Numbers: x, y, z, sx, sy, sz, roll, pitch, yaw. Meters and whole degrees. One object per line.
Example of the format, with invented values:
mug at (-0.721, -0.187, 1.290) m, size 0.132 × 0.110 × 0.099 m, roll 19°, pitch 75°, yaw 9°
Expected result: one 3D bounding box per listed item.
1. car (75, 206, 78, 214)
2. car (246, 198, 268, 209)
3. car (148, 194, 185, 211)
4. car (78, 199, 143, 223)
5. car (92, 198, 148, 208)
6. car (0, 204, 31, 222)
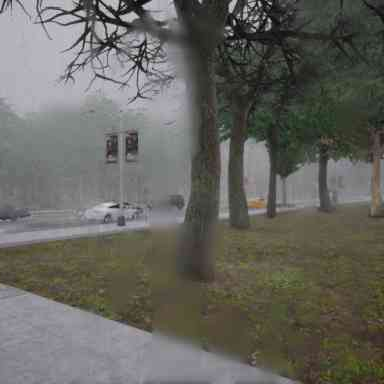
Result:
car at (-9.235, 1.383, 32.813) m, size 2.097 × 1.767 × 4.553 m, roll 0°, pitch 0°, yaw 35°
car at (9.332, 1.556, 47.354) m, size 1.882 × 1.535 × 5.008 m, roll 0°, pitch 0°, yaw 36°
car at (-3.121, 1.270, 41.374) m, size 2.150 × 2.045 × 5.566 m, roll 0°, pitch 0°, yaw 35°
car at (-6.076, 1.558, 25.709) m, size 1.812 × 1.442 × 4.674 m, roll 0°, pitch 0°, yaw 36°
car at (-6.604, 1.541, 30.561) m, size 1.837 × 1.490 × 4.892 m, roll 0°, pitch 0°, yaw 36°
car at (-14.976, 1.563, 24.776) m, size 2.033 × 1.411 × 5.357 m, roll 0°, pitch 0°, yaw 35°
